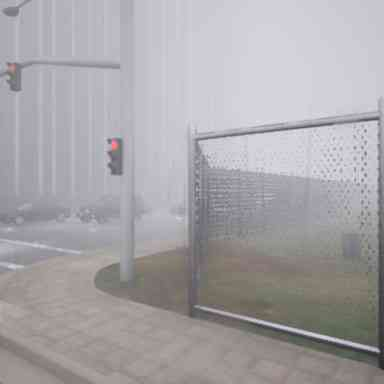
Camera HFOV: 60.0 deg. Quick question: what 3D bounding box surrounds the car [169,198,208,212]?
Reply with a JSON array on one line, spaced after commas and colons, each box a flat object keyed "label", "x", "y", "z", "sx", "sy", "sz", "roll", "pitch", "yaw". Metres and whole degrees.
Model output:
[{"label": "car", "x": -0.305, "y": 1.476, "z": 38.975, "sx": 2.128, "sy": 1.511, "sz": 4.902, "roll": 0, "pitch": 0, "yaw": 36}]

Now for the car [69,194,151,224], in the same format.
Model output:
[{"label": "car", "x": -5.970, "y": 1.200, "z": 25.076, "sx": 2.150, "sy": 2.045, "sz": 5.566, "roll": 0, "pitch": 0, "yaw": 36}]

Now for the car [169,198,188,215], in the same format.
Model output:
[{"label": "car", "x": -0.013, "y": 1.526, "z": 33.386, "sx": 2.033, "sy": 1.411, "sz": 5.357, "roll": 0, "pitch": 0, "yaw": 36}]

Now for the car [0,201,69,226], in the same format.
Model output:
[{"label": "car", "x": -11.166, "y": 1.462, "z": 23.831, "sx": 1.882, "sy": 1.535, "sz": 5.008, "roll": 0, "pitch": 0, "yaw": 36}]

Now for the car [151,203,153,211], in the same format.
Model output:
[{"label": "car", "x": -5.767, "y": 1.476, "z": 31.365, "sx": 2.128, "sy": 1.511, "sz": 4.902, "roll": 0, "pitch": 0, "yaw": 36}]
